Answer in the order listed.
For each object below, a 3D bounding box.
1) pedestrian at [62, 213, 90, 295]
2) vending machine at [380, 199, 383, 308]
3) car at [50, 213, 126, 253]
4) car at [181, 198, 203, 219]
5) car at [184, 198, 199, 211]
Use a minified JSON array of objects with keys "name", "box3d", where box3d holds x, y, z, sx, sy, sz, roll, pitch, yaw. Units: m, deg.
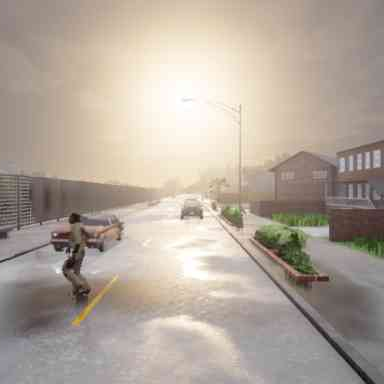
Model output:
[{"name":"pedestrian","box3d":[-2.495,1.294,7.192,0.375,1.860,0.375,0,0,0]},{"name":"vending machine","box3d":[4.281,1.195,6.164,1.100,2.100,0.880,0,0,0]},{"name":"car","box3d":[-4.145,1.601,13.944,1.895,1.301,4.718,0,0,0]},{"name":"car","box3d":[-0.010,1.526,28.901,1.812,1.442,4.674,0,0,0]},{"name":"car","box3d":[-0.072,1.504,42.471,1.837,1.490,4.892,0,0,0]}]
